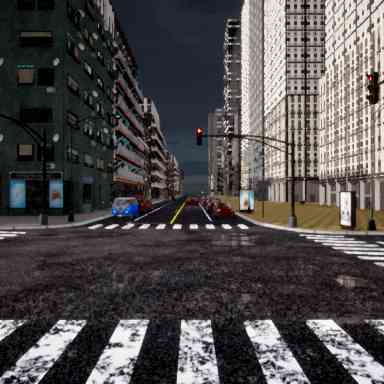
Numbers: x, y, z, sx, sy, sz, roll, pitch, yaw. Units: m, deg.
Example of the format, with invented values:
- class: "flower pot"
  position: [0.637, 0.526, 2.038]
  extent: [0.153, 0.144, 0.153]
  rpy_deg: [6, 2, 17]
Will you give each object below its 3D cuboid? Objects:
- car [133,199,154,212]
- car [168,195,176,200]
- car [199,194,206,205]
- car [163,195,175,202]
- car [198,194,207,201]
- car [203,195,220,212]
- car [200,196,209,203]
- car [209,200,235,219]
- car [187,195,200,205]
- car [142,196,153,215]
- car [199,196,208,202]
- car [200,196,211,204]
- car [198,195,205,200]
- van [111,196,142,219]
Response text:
- class: "car"
  position: [-5.702, 1.560, 39.501]
  extent: [1.887, 1.381, 4.507]
  rpy_deg: [0, 0, 0]
- class: "car"
  position: [-5.729, 1.639, 94.777]
  extent: [1.947, 1.339, 4.313]
  rpy_deg: [0, 0, 0]
- class: "car"
  position: [2.671, 1.468, 56.086]
  extent: [1.967, 1.590, 4.097]
  rpy_deg: [0, 0, 0]
- class: "car"
  position: [-5.720, 1.492, 78.193]
  extent: [1.967, 1.590, 4.097]
  rpy_deg: [0, 0, 0]
- class: "car"
  position: [2.659, 1.373, 83.725]
  extent: [2.192, 1.841, 5.009]
  rpy_deg: [0, 0, 0]
- class: "car"
  position: [2.679, 1.455, 39.504]
  extent: [1.967, 1.590, 4.097]
  rpy_deg: [0, 0, 0]
- class: "car"
  position: [2.662, 1.590, 72.669]
  extent: [1.887, 1.381, 4.507]
  rpy_deg: [0, 0, 0]
- class: "car"
  position: [2.684, 1.591, 28.448]
  extent: [1.802, 1.307, 4.206]
  rpy_deg: [0, 0, 0]
- class: "car"
  position: [0.071, 1.632, 60.625]
  extent: [1.895, 1.301, 4.718]
  rpy_deg: [0, 0, 0]
- class: "car"
  position: [-5.698, 1.327, 33.973]
  extent: [2.192, 1.841, 5.009]
  rpy_deg: [0, 0, 0]
- class: "car"
  position: [2.660, 1.633, 78.197]
  extent: [1.802, 1.307, 4.206]
  rpy_deg: [0, 0, 0]
- class: "car"
  position: [2.665, 1.590, 67.142]
  extent: [2.008, 1.369, 4.403]
  rpy_deg: [0, 0, 0]
- class: "car"
  position: [2.651, 1.655, 94.780]
  extent: [1.802, 1.307, 4.206]
  rpy_deg: [0, 0, 0]
- class: "van"
  position: [-5.696, 1.351, 28.445]
  extent: [1.690, 1.788, 3.998]
  rpy_deg: [0, 0, 0]
